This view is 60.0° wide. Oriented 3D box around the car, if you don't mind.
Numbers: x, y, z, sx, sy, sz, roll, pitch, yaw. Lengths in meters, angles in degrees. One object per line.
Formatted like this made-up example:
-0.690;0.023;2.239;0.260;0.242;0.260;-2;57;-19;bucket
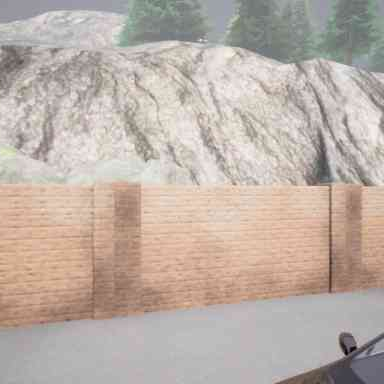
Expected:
2.178;1.492;1.904;4.902;1.511;2.128;0;0;-18;car
